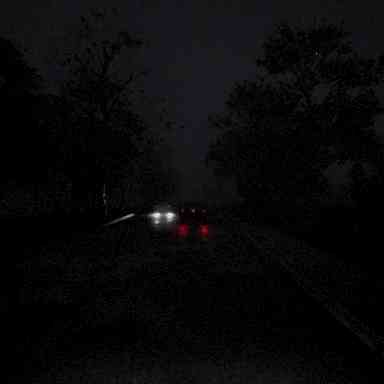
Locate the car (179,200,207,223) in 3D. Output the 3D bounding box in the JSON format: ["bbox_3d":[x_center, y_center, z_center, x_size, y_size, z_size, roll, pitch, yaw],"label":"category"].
[{"bbox_3d":[0.102,1.419,26.510,2.097,1.767,4.553,0,0,0],"label":"car"}]

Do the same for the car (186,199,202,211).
[{"bbox_3d":[0.315,1.666,42.923,1.994,1.385,4.181,0,0,3],"label":"car"}]

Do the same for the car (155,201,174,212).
[{"bbox_3d":[-3.239,1.701,39.619,1.895,1.301,4.718,0,0,2],"label":"car"}]
